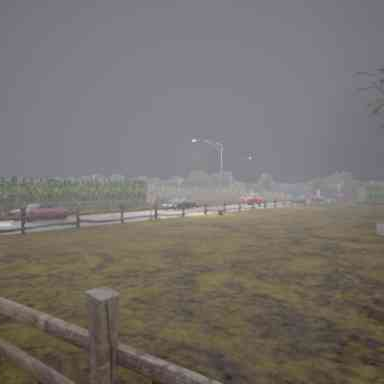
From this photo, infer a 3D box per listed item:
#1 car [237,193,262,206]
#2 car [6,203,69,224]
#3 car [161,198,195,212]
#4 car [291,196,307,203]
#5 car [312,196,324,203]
[{"bbox_3d":[9.319,1.234,53.236,2.150,2.045,5.566,2,1,36],"label":"car"},{"bbox_3d":[-11.299,1.491,24.523,1.994,1.385,4.181,2,1,36],"label":"car"},{"bbox_3d":[-1.554,1.401,38.175,2.128,1.511,4.902,2,1,36],"label":"car"},{"bbox_3d":[20.737,1.520,64.342,2.128,1.511,4.902,2,1,35],"label":"car"},{"bbox_3d":[28.448,1.577,75.315,1.882,1.535,5.008,2,1,36],"label":"car"}]
